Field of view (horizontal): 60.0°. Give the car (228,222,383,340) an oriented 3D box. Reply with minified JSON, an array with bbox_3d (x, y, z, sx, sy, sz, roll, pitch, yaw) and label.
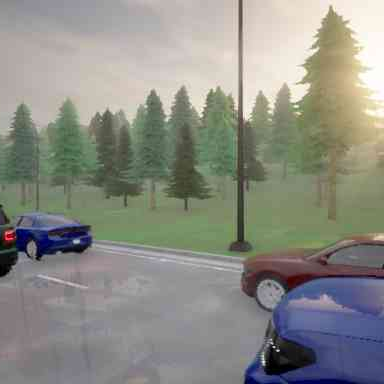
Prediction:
[{"bbox_3d":[3.297,1.478,5.922,5.008,1.535,1.882,0,0,36],"label":"car"}]

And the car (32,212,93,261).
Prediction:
[{"bbox_3d":[-5.833,1.478,12.437,5.008,1.535,1.882,0,0,35],"label":"car"}]

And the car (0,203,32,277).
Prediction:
[{"bbox_3d":[-6.879,1.221,8.887,5.566,2.045,2.150,0,0,35],"label":"car"}]

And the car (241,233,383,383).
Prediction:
[{"bbox_3d":[3.081,1.221,1.821,5.566,2.045,2.150,0,0,35],"label":"car"}]
